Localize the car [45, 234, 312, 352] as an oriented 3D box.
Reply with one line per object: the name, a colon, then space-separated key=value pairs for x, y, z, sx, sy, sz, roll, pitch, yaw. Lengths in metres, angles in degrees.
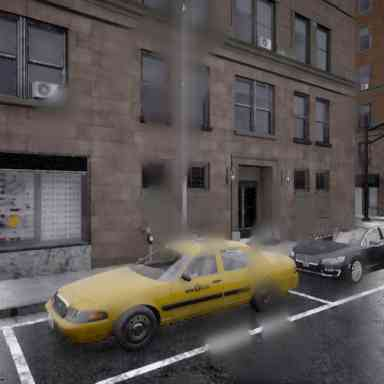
car: x=-0.051 y=1.525 z=6.147 sx=4.829 sy=1.417 sz=1.752 roll=0 pitch=0 yaw=-35

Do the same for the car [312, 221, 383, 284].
car: x=4.585 y=1.550 z=9.444 sx=4.403 sy=1.369 sz=2.008 roll=0 pitch=0 yaw=-35
